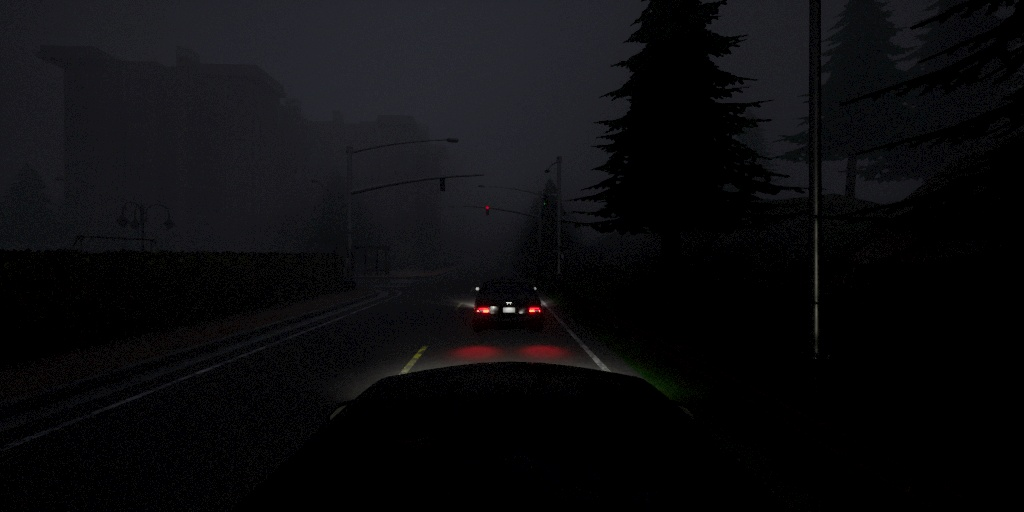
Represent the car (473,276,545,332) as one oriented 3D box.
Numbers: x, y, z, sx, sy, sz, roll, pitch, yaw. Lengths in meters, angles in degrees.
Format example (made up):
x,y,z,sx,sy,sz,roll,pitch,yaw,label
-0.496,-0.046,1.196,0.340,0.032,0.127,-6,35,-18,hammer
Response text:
x,y,z,sx,sy,sz,roll,pitch,yaw,label
-0.158,1.297,10.817,2.033,1.411,5.357,0,0,-2,car
